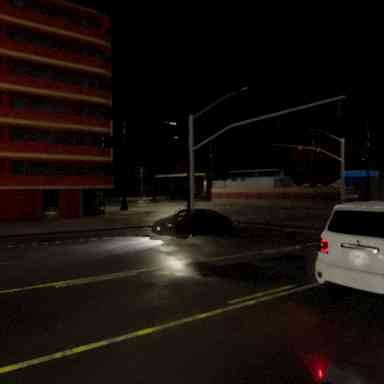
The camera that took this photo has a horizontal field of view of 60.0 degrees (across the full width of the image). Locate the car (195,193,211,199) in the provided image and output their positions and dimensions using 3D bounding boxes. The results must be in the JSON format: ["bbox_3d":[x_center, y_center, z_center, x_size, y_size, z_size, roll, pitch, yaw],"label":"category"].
[{"bbox_3d":[3.220,0.929,79.436,3.806,1.475,1.970,-1,1,-35],"label":"car"}]

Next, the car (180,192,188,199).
[{"bbox_3d":[-0.756,0.780,83.653,4.611,1.667,2.242,-1,1,-35],"label":"car"}]

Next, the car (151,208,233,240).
[{"bbox_3d":[0.060,1.539,16.829,4.181,1.385,1.994,0,0,-35],"label":"car"}]

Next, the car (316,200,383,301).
[{"bbox_3d":[5.029,1.203,7.327,5.566,2.045,2.150,0,0,-36],"label":"car"}]
